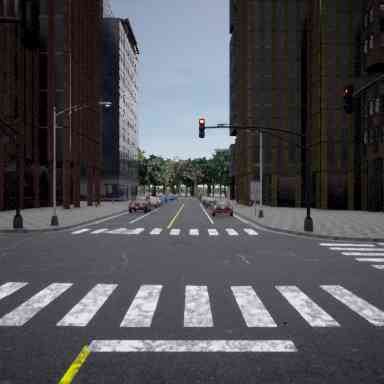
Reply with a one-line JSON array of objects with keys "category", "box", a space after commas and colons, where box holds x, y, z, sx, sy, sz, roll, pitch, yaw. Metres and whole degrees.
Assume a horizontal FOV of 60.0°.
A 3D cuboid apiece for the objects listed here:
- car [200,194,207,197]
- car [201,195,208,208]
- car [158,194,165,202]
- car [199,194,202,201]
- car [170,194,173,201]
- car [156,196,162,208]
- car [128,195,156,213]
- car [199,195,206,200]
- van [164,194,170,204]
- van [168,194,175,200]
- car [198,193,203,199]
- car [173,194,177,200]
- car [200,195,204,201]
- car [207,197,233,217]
[{"category": "car", "box": [2.786, 1.555, 58.930, 1.887, 1.381, 4.507, 0, 0, 0]}, {"category": "car", "box": [2.781, 1.557, 48.054, 2.008, 1.369, 4.403, 0, 0, 0]}, {"category": "car", "box": [-5.742, 1.534, 53.326, 1.752, 1.417, 4.829, 0, 0, 0]}, {"category": "car", "box": [2.788, 1.538, 64.537, 1.752, 1.417, 4.829, 0, 0, 0]}, {"category": "car", "box": [-5.735, 1.566, 69.809, 2.008, 1.369, 4.403, 0, 0, 0]}, {"category": "car", "box": [-5.744, 1.588, 48.058, 1.802, 1.307, 4.206, 0, 0, 0]}, {"category": "car", "box": [-5.748, 1.318, 37.183, 2.192, 1.841, 5.009, 0, 0, 0]}, {"category": "car", "box": [2.798, 1.555, 91.725, 1.752, 1.417, 4.829, 0, 0, 0]}, {"category": "van", "box": [-5.738, 1.354, 64.371, 1.690, 1.788, 3.998, 0, 0, 0]}, {"category": "van", "box": [-5.727, 1.371, 91.559, 1.690, 1.788, 3.998, 0, 0, 0]}, {"category": "car", "box": [2.792, 1.544, 75.412, 1.752, 1.417, 4.829, 0, 0, 0]}, {"category": "car", "box": [-5.729, 1.591, 86.121, 1.947, 1.339, 4.313, 0, 0, 0]}, {"category": "car", "box": [2.784, 1.553, 53.492, 1.887, 1.381, 4.507, 0, 0, 0]}, {"category": "car", "box": [2.775, 1.442, 31.742, 1.967, 1.590, 4.097, 0, 0, 0]}]
